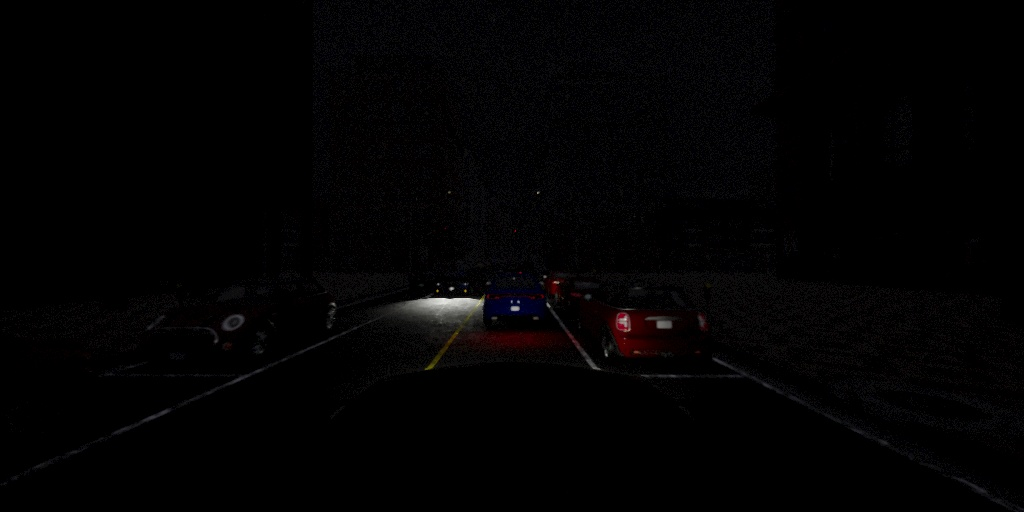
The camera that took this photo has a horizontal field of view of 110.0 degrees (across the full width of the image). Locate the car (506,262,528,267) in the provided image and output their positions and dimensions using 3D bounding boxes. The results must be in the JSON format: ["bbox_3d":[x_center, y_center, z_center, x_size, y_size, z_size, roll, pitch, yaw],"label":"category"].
[{"bbox_3d":[0.144,1.495,29.997,1.837,1.490,4.892,0,0,0],"label":"car"}]

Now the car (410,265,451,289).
[{"bbox_3d":[-5.812,1.515,25.188,1.948,1.339,4.313,0,0,0],"label":"car"}]

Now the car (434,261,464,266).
[{"bbox_3d":[-5.799,1.311,30.828,2.192,1.841,5.009,0,0,0],"label":"car"}]

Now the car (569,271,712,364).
[{"bbox_3d":[2.678,1.246,8.226,1.967,1.591,4.097,0,0,0],"label":"car"}]

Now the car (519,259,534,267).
[{"bbox_3d":[2.796,1.526,63.440,2.192,1.841,5.009,0,0,0],"label":"car"}]

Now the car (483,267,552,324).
[{"bbox_3d":[0.102,1.319,12.397,1.882,1.535,5.008,0,0,0],"label":"car"}]

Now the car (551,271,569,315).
[{"bbox_3d":[2.690,1.436,13.866,1.802,1.307,4.207,0,0,0],"label":"car"}]

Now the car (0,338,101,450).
[{"bbox_3d":[-5.859,1.339,2.628,1.802,1.307,4.207,0,0,0],"label":"car"}]

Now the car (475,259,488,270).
[{"bbox_3d":[-5.731,1.736,63.316,1.751,1.417,4.829,0,0,0],"label":"car"}]

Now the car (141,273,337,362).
[{"bbox_3d":[-5.848,1.246,8.269,1.967,1.591,4.097,0,0,0],"label":"car"}]

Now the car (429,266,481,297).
[{"bbox_3d":[-3.062,1.470,20.116,1.994,1.385,4.181,0,0,0],"label":"car"}]
